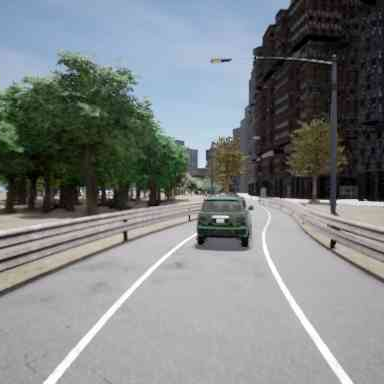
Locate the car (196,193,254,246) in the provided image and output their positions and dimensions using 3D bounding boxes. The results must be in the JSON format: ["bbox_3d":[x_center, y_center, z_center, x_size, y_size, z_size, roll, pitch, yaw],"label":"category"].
[{"bbox_3d":[1.645,1.229,15.625,2.150,2.045,5.566,0,0,12],"label":"car"}]

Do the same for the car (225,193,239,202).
[{"bbox_3d":[9.502,1.182,79.117,2.150,2.045,5.566,0,0,-5],"label":"car"}]
